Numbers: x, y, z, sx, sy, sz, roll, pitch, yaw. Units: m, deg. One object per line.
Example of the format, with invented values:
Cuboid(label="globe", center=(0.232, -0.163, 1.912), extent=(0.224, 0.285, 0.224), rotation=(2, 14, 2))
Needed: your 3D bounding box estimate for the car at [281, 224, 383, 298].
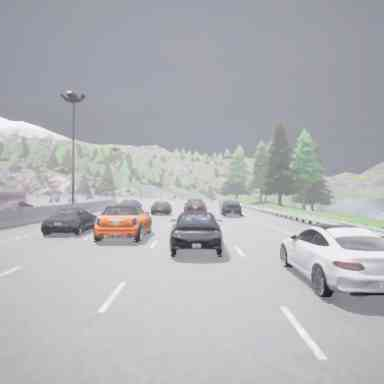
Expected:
Cuboid(label="car", center=(3.625, 1.546, 8.413), extent=(1.812, 1.442, 4.674), rotation=(0, 0, 1))

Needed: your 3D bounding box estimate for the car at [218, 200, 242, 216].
Cuboid(label="car", center=(3.783, 1.576, 33.120), extent=(1.837, 1.490, 4.892), rotation=(0, 0, 0))

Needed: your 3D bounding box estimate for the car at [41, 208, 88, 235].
Cuboid(label="car", center=(-6.785, 1.596, 18.850), extent=(1.994, 1.385, 4.181), rotation=(0, 0, 0))

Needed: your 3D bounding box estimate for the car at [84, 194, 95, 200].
Cuboid(label="car", center=(-22.596, 1.239, 73.275), extent=(1.837, 1.490, 4.892), rotation=(0, 0, -16))

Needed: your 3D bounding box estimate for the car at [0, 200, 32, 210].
Cuboid(label="car", center=(-17.439, 1.574, 32.759), extent=(1.812, 1.442, 4.674), rotation=(0, 0, 0))

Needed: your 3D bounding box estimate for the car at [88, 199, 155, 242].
Cuboid(label="car", center=(-3.302, 1.381, 16.654), extent=(2.097, 1.767, 4.553), rotation=(0, 0, 0))

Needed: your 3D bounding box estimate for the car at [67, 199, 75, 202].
Cuboid(label="car", center=(-25.751, 1.637, 71.551), extent=(1.895, 1.301, 4.718), rotation=(0, 0, -15))

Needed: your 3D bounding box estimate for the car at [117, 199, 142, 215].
Cuboid(label="car", center=(-6.744, 1.543, 36.392), extent=(1.882, 1.535, 5.008), rotation=(0, 0, -1))

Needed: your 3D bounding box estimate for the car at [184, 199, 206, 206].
Cuboid(label="car", center=(0.280, 1.414, 31.573), extent=(2.097, 1.767, 4.553), rotation=(0, 0, 0))

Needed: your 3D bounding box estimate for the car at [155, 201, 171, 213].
Cuboid(label="car", center=(-3.232, 1.631, 35.228), extent=(1.994, 1.385, 4.181), rotation=(0, 0, 0))

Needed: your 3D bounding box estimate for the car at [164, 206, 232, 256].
Cuboid(label="car", center=(0.170, 1.520, 13.167), extent=(2.128, 1.511, 4.902), rotation=(0, 0, 0))
